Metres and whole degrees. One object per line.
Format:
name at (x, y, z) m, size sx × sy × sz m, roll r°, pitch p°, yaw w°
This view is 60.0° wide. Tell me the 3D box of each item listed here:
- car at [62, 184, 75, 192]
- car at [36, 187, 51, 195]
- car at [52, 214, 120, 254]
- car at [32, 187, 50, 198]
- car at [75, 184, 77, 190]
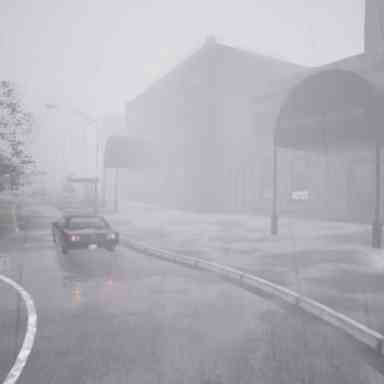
car at (-29.329, -0.656, 78.044) m, size 2.097 × 1.535 × 5.008 m, roll 1°, pitch 1°, yaw -17°
car at (-26.334, -0.164, 59.102) m, size 1.895 × 1.301 × 4.718 m, roll 1°, pitch 1°, yaw -19°
car at (-4.441, 1.549, 13.351) m, size 1.895 × 1.301 × 4.718 m, roll 1°, pitch 0°, yaw -29°
car at (-22.572, 0.044, 49.439) m, size 1.837 × 1.490 × 4.892 m, roll 1°, pitch 1°, yaw -22°
car at (-30.862, -0.742, 83.325) m, size 2.163 × 1.488 × 4.792 m, roll 1°, pitch 1°, yaw -16°
